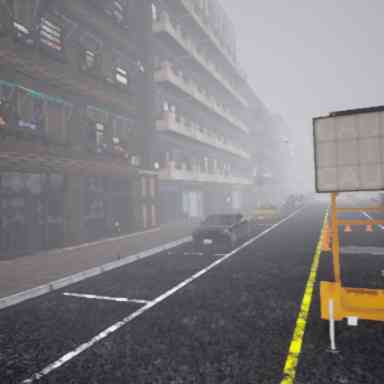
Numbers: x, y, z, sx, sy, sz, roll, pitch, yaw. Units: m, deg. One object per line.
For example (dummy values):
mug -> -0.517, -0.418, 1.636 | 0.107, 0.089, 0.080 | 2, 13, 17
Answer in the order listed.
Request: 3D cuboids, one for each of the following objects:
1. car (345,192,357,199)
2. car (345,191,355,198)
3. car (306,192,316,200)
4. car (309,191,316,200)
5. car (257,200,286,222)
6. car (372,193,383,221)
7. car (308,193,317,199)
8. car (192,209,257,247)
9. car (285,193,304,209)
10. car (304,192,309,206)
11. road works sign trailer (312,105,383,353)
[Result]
car -> 33.443, 0.679, 69.537 | 1.752, 1.417, 4.829 | -2, 0, 23
car -> 37.775, 0.596, 79.759 | 1.887, 1.381, 4.507 | -2, 0, 23
car -> 27.865, 0.894, 77.844 | 1.967, 1.590, 4.097 | -2, 0, 23
car -> 25.662, 0.821, 72.656 | 2.192, 1.841, 5.009 | -2, 0, 23
car -> 5.811, 1.494, 25.792 | 1.752, 1.417, 4.829 | -2, 0, 23
car -> 13.576, 0.932, 22.677 | 2.192, 1.841, 5.009 | -2, 0, 23
car -> 30.069, 0.946, 83.033 | 1.887, 1.381, 4.507 | -2, 0, 23
car -> 1.480, 1.633, 15.569 | 1.947, 1.339, 4.313 | -2, 0, 23
car -> 12.471, 1.255, 41.519 | 1.967, 1.590, 4.097 | -2, 0, 23
car -> 14.666, 1.079, 46.709 | 2.192, 1.841, 5.009 | -2, 0, 23
road works sign trailer -> 3.348, 0.370, 5.527 | 2.380, 3.560, 2.880 | -3, -1, 23
